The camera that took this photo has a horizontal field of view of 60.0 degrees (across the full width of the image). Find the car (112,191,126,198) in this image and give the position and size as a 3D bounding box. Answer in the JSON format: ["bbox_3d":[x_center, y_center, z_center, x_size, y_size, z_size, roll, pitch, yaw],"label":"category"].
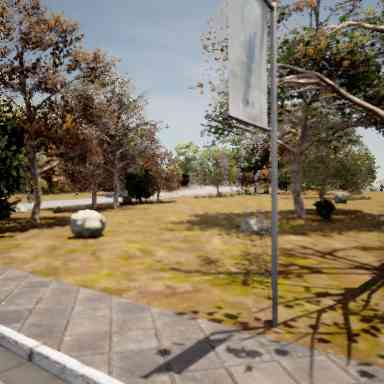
[{"bbox_3d":[-13.308,0.478,67.100,1.994,1.385,4.181,0,3,39],"label":"car"}]

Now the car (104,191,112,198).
[{"bbox_3d":[-16.112,0.444,69.196,1.837,1.490,4.892,0,3,39],"label":"car"}]
